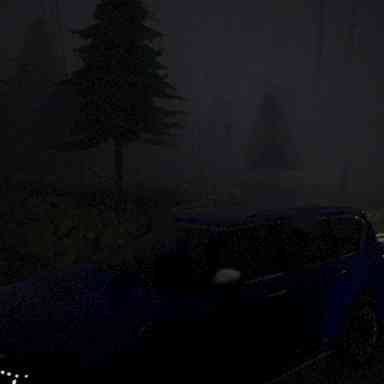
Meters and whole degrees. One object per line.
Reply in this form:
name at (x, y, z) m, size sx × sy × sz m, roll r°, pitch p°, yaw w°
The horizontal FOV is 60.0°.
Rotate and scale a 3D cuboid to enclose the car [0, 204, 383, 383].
car at (0.341, 1.216, 4.222) m, size 5.566 × 2.045 × 2.150 m, roll 0°, pitch 0°, yaw -35°
